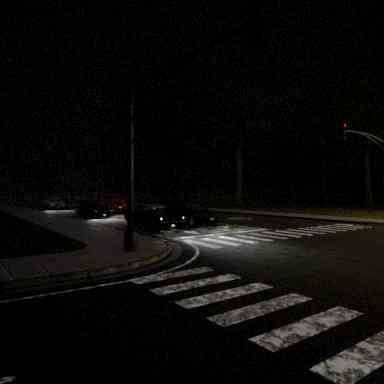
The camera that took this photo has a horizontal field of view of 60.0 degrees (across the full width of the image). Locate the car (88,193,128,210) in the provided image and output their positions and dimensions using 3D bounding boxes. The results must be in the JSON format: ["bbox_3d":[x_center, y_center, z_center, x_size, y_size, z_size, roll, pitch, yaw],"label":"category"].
[{"bbox_3d":[-8.530,1.106,34.374,2.150,2.045,5.566,0,0,-36],"label":"car"}]

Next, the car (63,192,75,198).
[{"bbox_3d":[-21.367,1.039,57.771,2.150,2.045,5.566,0,0,-36],"label":"car"}]

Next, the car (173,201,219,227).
[{"bbox_3d":[-0.168,1.410,22.843,1.882,1.535,5.008,0,0,-35],"label":"car"}]

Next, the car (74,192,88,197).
[{"bbox_3d":[-15.555,1.187,49.849,2.097,1.767,4.553,0,0,-35],"label":"car"}]

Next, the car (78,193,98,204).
[{"bbox_3d":[-18.701,1.164,59.632,2.097,1.767,4.553,0,0,-36],"label":"car"}]

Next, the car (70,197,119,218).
[{"bbox_3d":[-8.601,1.451,28.937,2.033,1.411,5.357,0,0,-36],"label":"car"}]

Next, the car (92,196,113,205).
[{"bbox_3d":[-14.496,1.350,53.876,1.812,1.442,4.674,0,0,-35],"label":"car"}]

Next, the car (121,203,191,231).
[{"bbox_3d":[-2.320,1.542,20.269,1.895,1.301,4.718,0,0,-36],"label":"car"}]

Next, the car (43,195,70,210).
[{"bbox_3d":[-16.604,1.390,40.000,1.812,1.442,4.674,0,1,-36],"label":"car"}]
